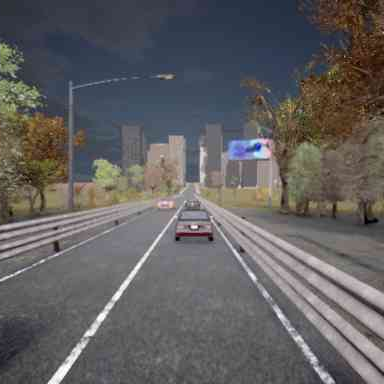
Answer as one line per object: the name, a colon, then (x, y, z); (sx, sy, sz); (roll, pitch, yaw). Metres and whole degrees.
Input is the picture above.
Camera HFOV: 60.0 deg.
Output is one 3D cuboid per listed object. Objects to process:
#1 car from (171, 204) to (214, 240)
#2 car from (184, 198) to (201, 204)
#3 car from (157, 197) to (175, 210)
car: (0.098, 1.568, 16.942); (2.033, 1.411, 5.357); (0, 0, 0)
car: (0.075, 1.548, 42.846); (2.128, 1.511, 4.902); (0, 0, 0)
car: (-3.360, 1.408, 43.461); (2.097, 1.767, 4.553); (0, 0, 0)
